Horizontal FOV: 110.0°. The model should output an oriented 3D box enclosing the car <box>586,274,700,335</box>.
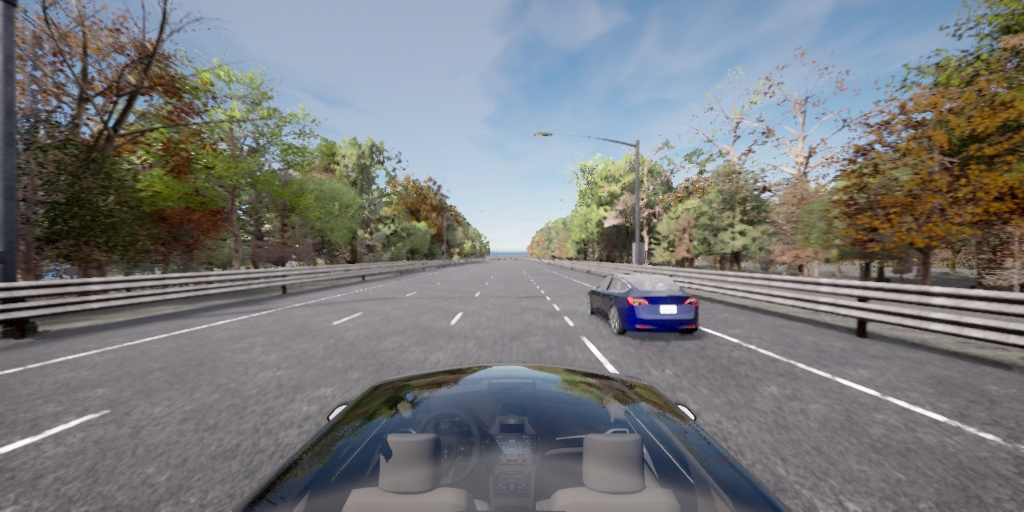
[{"bbox_3d":[3.517,1.251,10.445,2.163,1.488,4.792,0,0,0],"label":"car"}]
